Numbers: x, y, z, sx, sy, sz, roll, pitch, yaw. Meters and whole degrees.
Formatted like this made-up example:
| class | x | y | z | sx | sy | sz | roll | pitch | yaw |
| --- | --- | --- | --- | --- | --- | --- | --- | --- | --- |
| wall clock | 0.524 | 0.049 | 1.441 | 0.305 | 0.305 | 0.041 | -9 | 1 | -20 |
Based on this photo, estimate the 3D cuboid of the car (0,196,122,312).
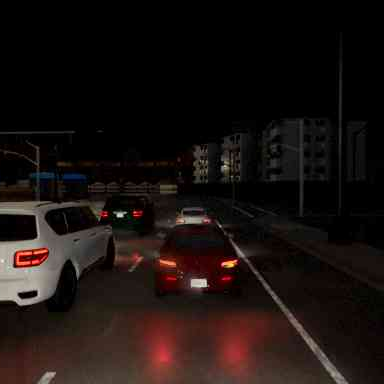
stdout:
| class | x | y | z | sx | sy | sz | roll | pitch | yaw |
| --- | --- | --- | --- | --- | --- | --- | --- | --- | --- |
| car | -3.383 | 1.217 | 7.830 | 2.150 | 2.045 | 5.566 | 0 | 0 | 0 |

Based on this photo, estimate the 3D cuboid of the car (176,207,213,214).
| class | x | y | z | sx | sy | sz | roll | pitch | yaw |
| --- | --- | --- | --- | --- | --- | --- | --- | --- | --- |
| car | 0.115 | 1.490 | 17.559 | 1.812 | 1.442 | 4.674 | 0 | 0 | 1 |

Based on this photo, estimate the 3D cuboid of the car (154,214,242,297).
| class | x | y | z | sx | sy | sz | roll | pitch | yaw |
| --- | --- | --- | --- | --- | --- | --- | --- | --- | --- |
| car | 0.120 | 1.521 | 8.472 | 1.812 | 1.442 | 4.674 | 0 | 0 | 0 |

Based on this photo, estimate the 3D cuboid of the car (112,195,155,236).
| class | x | y | z | sx | sy | sz | roll | pitch | yaw |
| --- | --- | --- | --- | --- | --- | --- | --- | --- | --- |
| car | -3.352 | 1.179 | 18.188 | 2.150 | 2.045 | 5.566 | 0 | 0 | 0 |
